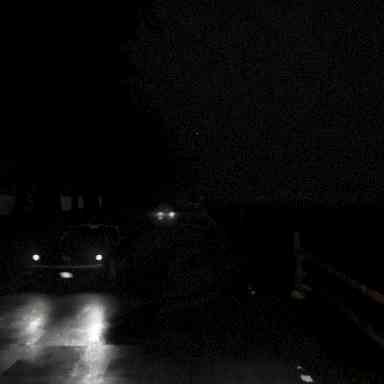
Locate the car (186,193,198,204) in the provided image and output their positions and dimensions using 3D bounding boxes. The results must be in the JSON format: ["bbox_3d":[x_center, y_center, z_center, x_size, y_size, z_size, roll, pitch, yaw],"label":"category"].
[{"bbox_3d":[-0.057,1.238,65.911,2.150,2.045,5.566,0,0,0],"label":"car"}]

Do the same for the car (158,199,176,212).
[{"bbox_3d":[-2.784,1.537,38.769,2.033,1.411,5.357,0,0,0],"label":"car"}]

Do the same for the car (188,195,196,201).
[{"bbox_3d":[-0.067,1.372,76.632,1.837,1.490,4.892,0,0,0],"label":"car"}]

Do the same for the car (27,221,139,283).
[{"bbox_3d":[-2.850,1.576,9.758,1.895,1.301,4.718,0,0,0],"label":"car"}]
